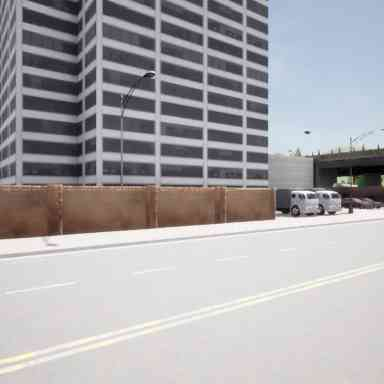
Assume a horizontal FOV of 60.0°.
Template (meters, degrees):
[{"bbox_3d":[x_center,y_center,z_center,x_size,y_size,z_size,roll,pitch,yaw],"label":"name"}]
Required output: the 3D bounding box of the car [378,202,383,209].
[{"bbox_3d":[23.003,1.508,44.113,1.994,1.385,4.181,0,0,-36],"label":"car"}]

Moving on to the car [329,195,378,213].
[{"bbox_3d":[20.275,1.470,41.911,1.812,1.442,4.674,0,0,-36],"label":"car"}]
